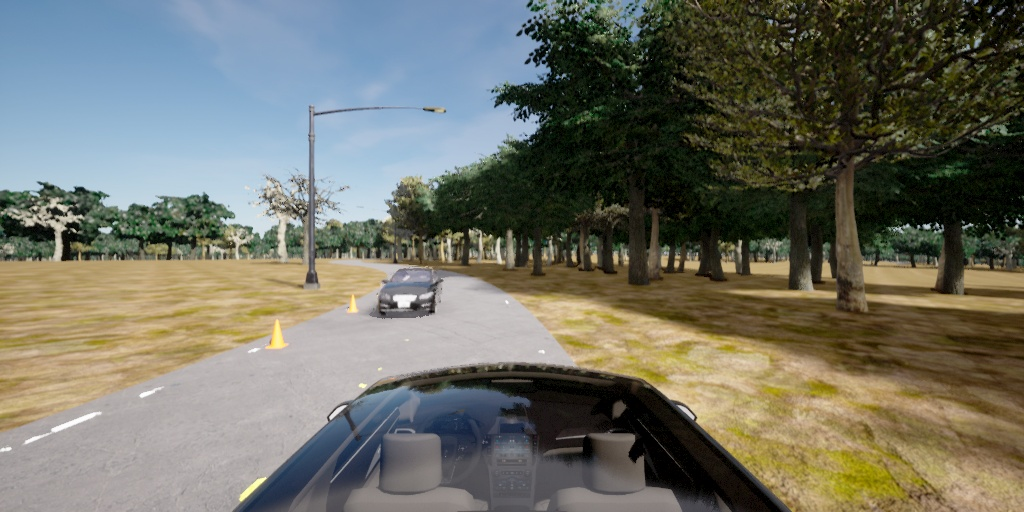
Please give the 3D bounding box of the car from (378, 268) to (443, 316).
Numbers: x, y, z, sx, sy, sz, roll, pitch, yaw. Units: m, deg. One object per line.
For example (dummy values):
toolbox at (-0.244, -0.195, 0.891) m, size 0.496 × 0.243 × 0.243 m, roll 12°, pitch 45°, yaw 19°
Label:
car at (-3.617, 1.206, 13.378) m, size 2.128 × 1.511 × 4.902 m, roll 0°, pitch 0°, yaw -8°

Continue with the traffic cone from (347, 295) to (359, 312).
traffic cone at (-5.623, 1.670, 12.675) m, size 0.340 × 0.580 × 0.340 m, roll 0°, pitch 0°, yaw -7°

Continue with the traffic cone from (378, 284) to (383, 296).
traffic cone at (-6.364, 1.646, 17.477) m, size 0.340 × 0.580 × 0.340 m, roll 0°, pitch 0°, yaw -10°

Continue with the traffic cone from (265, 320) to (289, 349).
traffic cone at (-5.134, 1.689, 7.841) m, size 0.340 × 0.580 × 0.340 m, roll 0°, pitch 0°, yaw -4°
